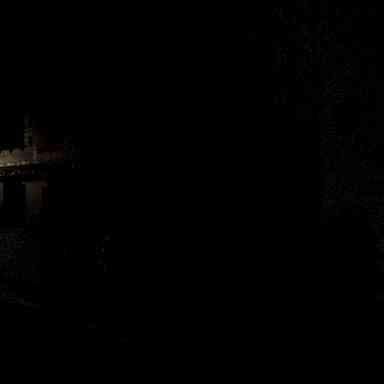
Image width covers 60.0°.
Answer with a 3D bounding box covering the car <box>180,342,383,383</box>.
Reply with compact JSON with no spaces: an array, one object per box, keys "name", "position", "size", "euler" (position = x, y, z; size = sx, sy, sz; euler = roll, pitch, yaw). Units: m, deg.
[{"name":"car","position":[1.760,1.552,1.631],"size":[4.403,1.369,2.008],"euler":[0,0,36]}]
